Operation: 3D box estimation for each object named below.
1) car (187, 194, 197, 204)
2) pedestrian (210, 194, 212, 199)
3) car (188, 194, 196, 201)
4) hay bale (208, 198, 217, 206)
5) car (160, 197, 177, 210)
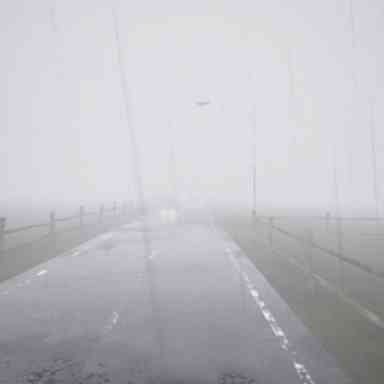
[{"bbox_3d":[0.014,1.442,60.841,1.895,1.301,4.718,0,0,1],"label":"car"},{"bbox_3d":[2.815,1.180,50.975,0.375,1.860,0.375,1,-1,-2],"label":"pedestrian"},{"bbox_3d":[-0.014,1.164,75.282,1.882,1.535,5.008,0,0,0],"label":"car"},{"bbox_3d":[3.108,1.522,49.870,1.220,1.180,1.240,-1,-1,0],"label":"hay bale"},{"bbox_3d":[-2.849,1.377,41.688,2.128,1.511,4.902,0,0,0],"label":"car"}]
